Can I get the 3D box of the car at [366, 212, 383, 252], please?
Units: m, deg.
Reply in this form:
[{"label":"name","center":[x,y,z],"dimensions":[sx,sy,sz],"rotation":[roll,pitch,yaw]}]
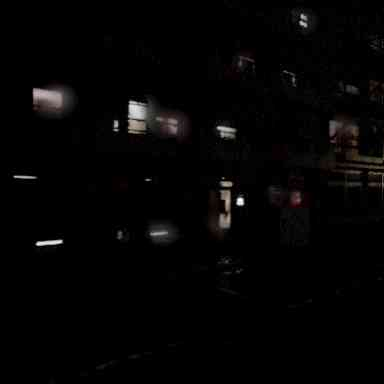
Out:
[{"label":"car","center":[8.786,1.313,12.831],"dimensions":[5.009,1.841,2.192],"rotation":[0,0,-36]}]
